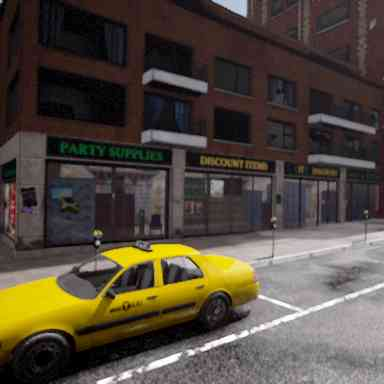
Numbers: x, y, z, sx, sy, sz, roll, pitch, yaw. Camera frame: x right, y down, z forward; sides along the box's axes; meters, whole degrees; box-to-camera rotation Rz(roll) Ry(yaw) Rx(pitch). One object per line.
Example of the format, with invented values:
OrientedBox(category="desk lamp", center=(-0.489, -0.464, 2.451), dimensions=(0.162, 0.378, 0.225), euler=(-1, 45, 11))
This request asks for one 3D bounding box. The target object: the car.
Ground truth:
OrientedBox(category="car", center=(-1.027, 1.511, 5.340), dimensions=(4.829, 1.417, 1.752), euler=(0, 2, -35))
